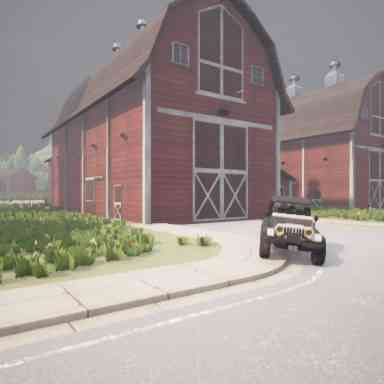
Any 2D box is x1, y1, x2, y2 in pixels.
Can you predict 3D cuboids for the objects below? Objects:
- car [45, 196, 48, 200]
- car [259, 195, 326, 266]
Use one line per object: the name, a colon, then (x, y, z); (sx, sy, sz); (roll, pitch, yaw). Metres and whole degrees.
car: (-28.004, 1.335, 66.172); (1.905, 1.878, 3.866); (0, 0, -35)
car: (3.349, 1.140, 11.371); (1.905, 1.878, 3.866); (6, 3, 12)
